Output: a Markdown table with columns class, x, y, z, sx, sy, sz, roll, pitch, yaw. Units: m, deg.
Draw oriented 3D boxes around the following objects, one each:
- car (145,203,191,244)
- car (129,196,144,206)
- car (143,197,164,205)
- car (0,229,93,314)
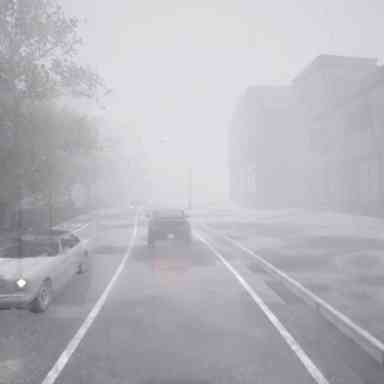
| class | x | y | z | sx | sy | sz | roll | pitch | yaw |
| --- | --- | --- | --- | --- | --- | --- | --- | --- | --- |
| car | -1.126 | 1.508 | 15.740 | 1.837 | 1.490 | 4.892 | 1 | 0 | -7 |
| car | -8.087 | 1.361 | 50.703 | 2.033 | 1.411 | 5.357 | -1 | 0 | 3 |
| car | -3.744 | 1.448 | 33.652 | 1.812 | 1.442 | 4.674 | 1 | 0 | -8 |
| car | -3.736 | 1.600 | 7.660 | 1.895 | 1.301 | 4.718 | 0 | 0 | -4 |
